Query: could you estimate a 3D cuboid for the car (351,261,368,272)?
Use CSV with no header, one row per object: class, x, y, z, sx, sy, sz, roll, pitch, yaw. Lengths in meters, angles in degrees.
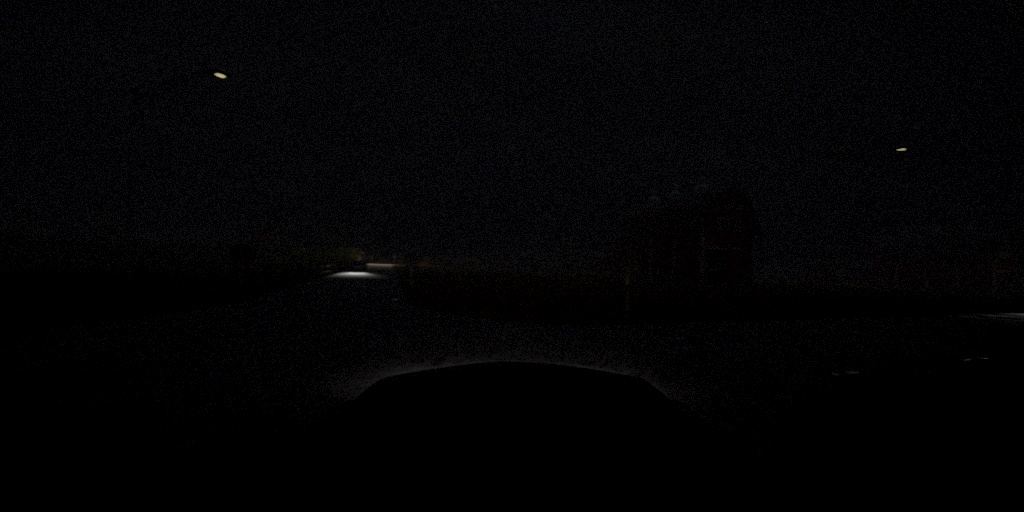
car,-20.793,1.383,48.883,2.128,1.511,4.902,2,-1,-18
